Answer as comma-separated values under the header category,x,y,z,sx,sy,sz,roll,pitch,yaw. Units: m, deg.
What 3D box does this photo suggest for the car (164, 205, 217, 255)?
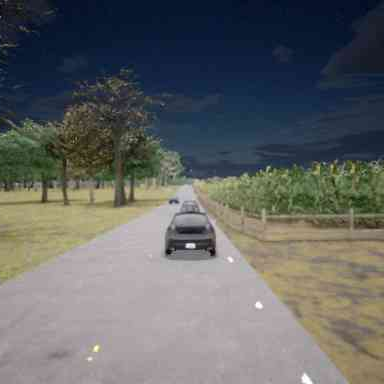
category,x,y,z,sx,sy,sz,roll,pitch,yaw
car,-0.055,1.521,13.413,1.837,1.490,4.892,0,0,0

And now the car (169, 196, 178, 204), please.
category,x,y,z,sx,sy,sz,roll,pitch,yaw
car,-3.267,1.489,60.772,2.033,1.411,5.357,0,0,-1

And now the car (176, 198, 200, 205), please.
category,x,y,z,sx,sy,sz,roll,pitch,yaw
car,-0.199,1.554,33.215,2.033,1.411,5.357,0,0,0
